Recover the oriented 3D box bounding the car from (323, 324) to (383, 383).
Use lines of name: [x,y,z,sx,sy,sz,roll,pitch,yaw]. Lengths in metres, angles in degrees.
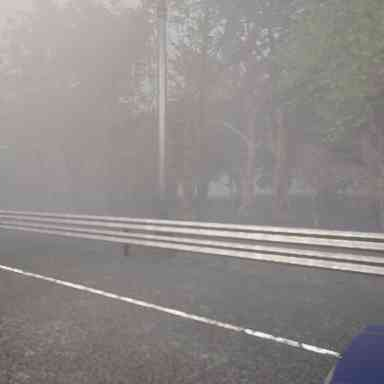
car: [3.124,1.597,1.641,4.718,1.301,1.895,0,0,36]
